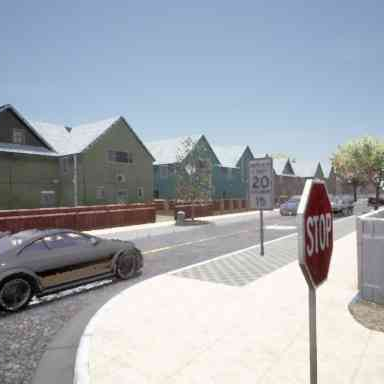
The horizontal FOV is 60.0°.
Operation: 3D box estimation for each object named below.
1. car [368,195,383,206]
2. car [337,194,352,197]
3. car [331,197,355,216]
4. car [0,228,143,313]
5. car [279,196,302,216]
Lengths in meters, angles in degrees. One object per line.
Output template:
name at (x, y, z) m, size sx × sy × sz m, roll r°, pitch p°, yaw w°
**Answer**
car at (26.200, 1.114, 46.954) m, size 1.882 × 1.535 × 5.008 m, roll -2°, pitch -2°, yaw 37°
car at (19.686, 1.070, 43.013) m, size 2.128 × 1.511 × 4.902 m, roll -2°, pitch -1°, yaw 37°
car at (12.720, 1.356, 28.951) m, size 1.895 × 1.301 × 4.718 m, roll -2°, pitch -1°, yaw 37°
car at (-3.137, 1.531, 7.767) m, size 1.994 × 1.385 × 4.181 m, roll -2°, pitch 0°, yaw 37°
car at (9.460, 1.192, 29.517) m, size 2.097 × 1.767 × 4.553 m, roll -2°, pitch -1°, yaw 37°
